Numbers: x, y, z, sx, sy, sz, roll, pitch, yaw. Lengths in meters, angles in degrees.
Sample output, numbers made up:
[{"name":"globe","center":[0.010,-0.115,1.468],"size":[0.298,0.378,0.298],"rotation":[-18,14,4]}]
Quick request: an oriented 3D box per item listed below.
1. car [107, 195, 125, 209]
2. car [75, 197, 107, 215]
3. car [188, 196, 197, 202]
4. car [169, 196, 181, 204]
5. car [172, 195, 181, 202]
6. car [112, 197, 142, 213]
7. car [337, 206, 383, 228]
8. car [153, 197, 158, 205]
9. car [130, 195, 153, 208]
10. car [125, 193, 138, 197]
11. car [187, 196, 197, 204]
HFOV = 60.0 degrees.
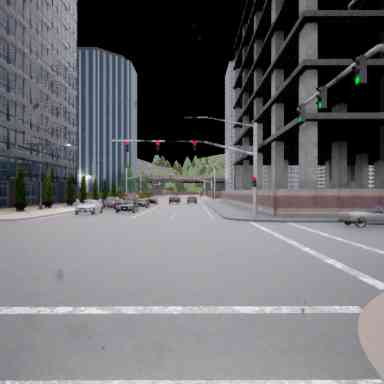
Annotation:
[{"name":"car","center":[-10.586,1.352,43.401],"size":[2.097,1.767,4.553],"rotation":[0,0,0]},{"name":"car","center":[-10.587,1.526,34.468],"size":[1.812,1.442,4.674],"rotation":[0,0,0]},{"name":"car","center":[0.023,1.579,73.698],"size":[1.895,1.301,4.718],"rotation":[0,0,0]},{"name":"car","center":[-3.480,1.505,64.595],"size":[1.837,1.490,4.892],"rotation":[0,0,0]},{"name":"car","center":[-3.477,1.508,73.669],"size":[1.812,1.442,4.674],"rotation":[0,0,0]},{"name":"car","center":[-7.088,1.564,36.785],"size":[1.994,1.385,4.181],"rotation":[0,0,0]},{"name":"car","center":[11.886,1.545,21.265],"size":[4.718,1.301,1.895],"rotation":[0,0,0]},{"name":"car","center":[-7.062,1.601,58.125],"size":[1.895,1.301,4.718],"rotation":[0,0,0]},{"name":"car","center":[-7.084,1.564,46.694],"size":[1.994,1.385,4.181],"rotation":[0,0,0]},{"name":"car","center":[-10.564,1.223,57.951],"size":[2.150,2.045,5.566],"rotation":[0,0,0]},{"name":"car","center":[0.020,1.492,64.593],"size":[2.128,1.511,4.902],"rotation":[0,0,0]}]
